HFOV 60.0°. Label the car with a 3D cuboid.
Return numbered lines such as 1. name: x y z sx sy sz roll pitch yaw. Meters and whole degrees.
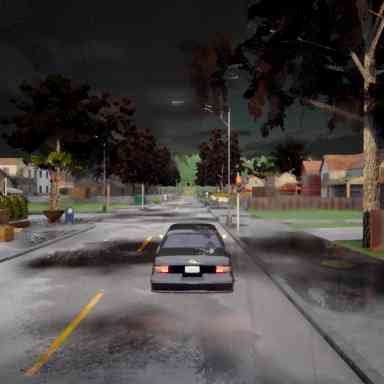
1. car: 0.017 1.547 8.962 2.033 1.411 5.357 0 0 0
